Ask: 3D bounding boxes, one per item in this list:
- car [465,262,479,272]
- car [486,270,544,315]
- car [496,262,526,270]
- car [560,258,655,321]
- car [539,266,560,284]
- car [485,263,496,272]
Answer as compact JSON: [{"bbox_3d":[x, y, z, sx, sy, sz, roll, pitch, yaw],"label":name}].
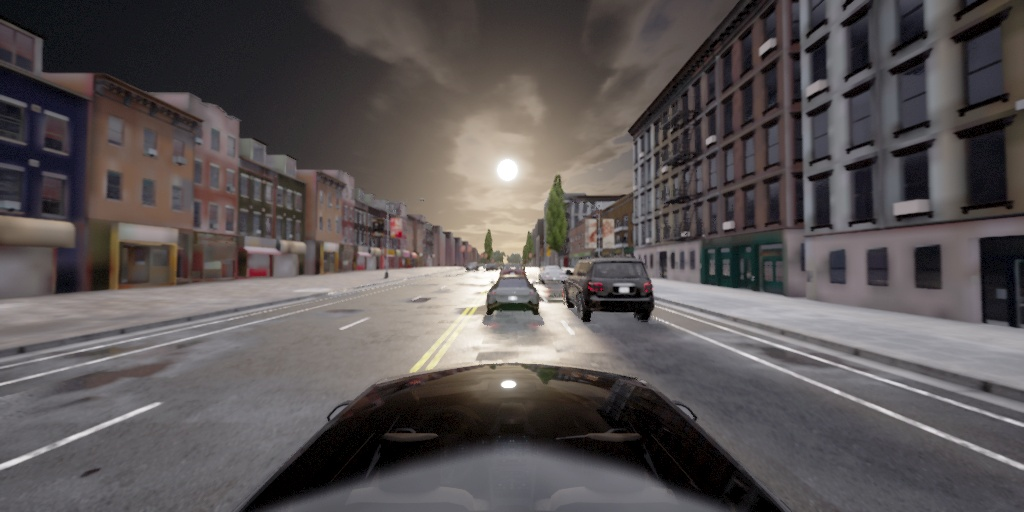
[{"bbox_3d":[-6.554,1.814,59.480,2.128,1.511,4.902,0,-1,1],"label":"car"},{"bbox_3d":[0.047,1.446,14.393,1.994,1.385,4.181,0,0,0],"label":"car"},{"bbox_3d":[0.045,1.349,29.172,2.097,1.767,4.553,0,0,0],"label":"car"},{"bbox_3d":[3.287,1.093,13.100,2.150,2.045,5.566,0,0,1],"label":"car"},{"bbox_3d":[3.298,1.529,29.970,1.812,1.442,4.674,0,0,0],"label":"car"},{"bbox_3d":[-3.306,1.887,59.556,1.994,1.385,4.181,0,-1,0],"label":"car"}]
